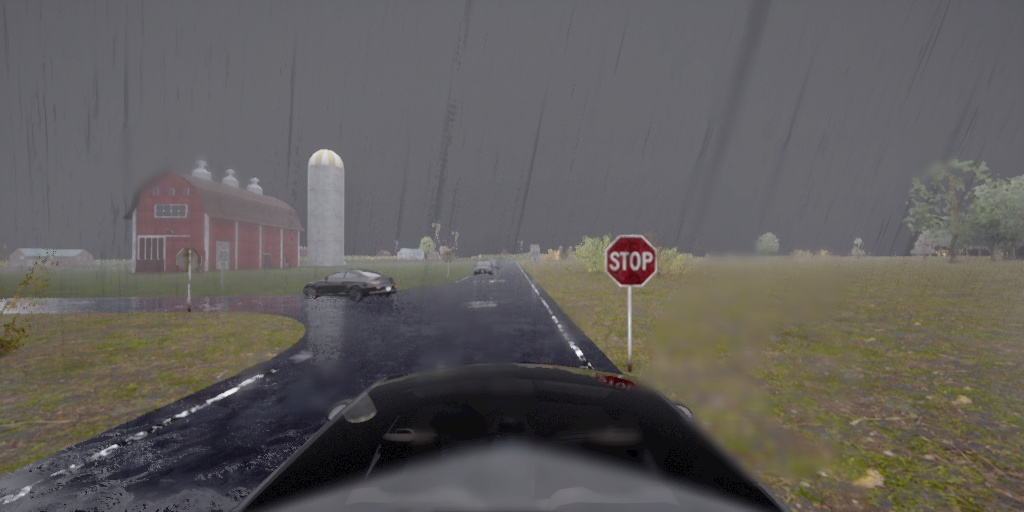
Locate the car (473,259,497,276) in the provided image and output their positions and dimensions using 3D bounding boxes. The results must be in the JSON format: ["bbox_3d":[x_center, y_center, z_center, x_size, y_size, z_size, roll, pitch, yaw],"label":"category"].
[{"bbox_3d":[-2.844,1.223,36.780,1.837,1.490,4.892,0,0,0],"label":"car"}]

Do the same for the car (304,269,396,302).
[{"bbox_3d":[-7.702,1.346,17.064,4.674,1.442,1.812,-1,-2,23],"label":"car"}]

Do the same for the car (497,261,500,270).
[{"bbox_3d":[-2.841,1.198,51.907,2.128,1.511,4.902,0,1,0],"label":"car"}]
